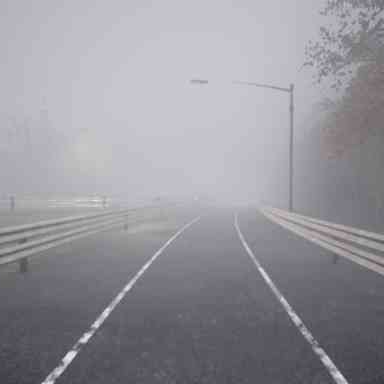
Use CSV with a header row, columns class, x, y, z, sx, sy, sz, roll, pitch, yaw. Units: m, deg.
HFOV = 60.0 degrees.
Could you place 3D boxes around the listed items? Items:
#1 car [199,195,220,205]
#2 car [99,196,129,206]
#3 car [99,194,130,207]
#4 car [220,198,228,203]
class,x,y,z,sx,sy,sz,roll,pitch,yaw
car,3.384,1.607,71.631,2.150,2.045,5.566,0,-1,26
car,-11.489,1.322,49.252,1.812,1.442,4.674,0,-1,26
car,-10.153,1.079,44.053,2.097,1.767,4.553,0,-1,26
car,8.217,2.340,89.587,1.895,1.301,4.718,0,-1,26
